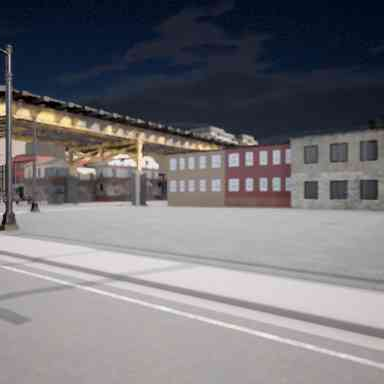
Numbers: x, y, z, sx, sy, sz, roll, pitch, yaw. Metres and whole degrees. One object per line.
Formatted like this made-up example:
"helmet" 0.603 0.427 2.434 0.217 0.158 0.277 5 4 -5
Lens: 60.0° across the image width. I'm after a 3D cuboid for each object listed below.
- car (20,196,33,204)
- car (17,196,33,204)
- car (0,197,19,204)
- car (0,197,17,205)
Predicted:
"car" -30.285 1.445 61.011 1.853 1.218 4.536 0 0 -23
"car" -30.264 1.603 60.964 2.038 1.542 4.974 0 0 -23
"car" -33.844 1.450 59.756 4.536 1.218 1.853 0 0 7
"car" -33.792 1.608 59.750 4.974 1.542 2.038 0 0 7
